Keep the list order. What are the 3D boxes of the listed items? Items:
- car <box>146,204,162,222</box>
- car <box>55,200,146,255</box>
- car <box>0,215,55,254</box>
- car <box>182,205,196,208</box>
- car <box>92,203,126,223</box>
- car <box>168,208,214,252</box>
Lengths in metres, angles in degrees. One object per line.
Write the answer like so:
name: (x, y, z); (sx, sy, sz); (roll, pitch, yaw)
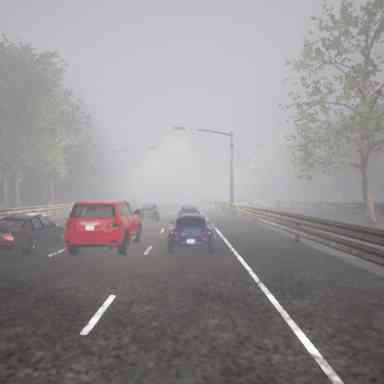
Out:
car: (-3.757, 1.788, 29.515); (2.128, 1.511, 4.902); (0, -1, -1)
car: (-3.553, 1.356, 14.189); (2.150, 2.045, 5.566); (0, 0, 0)
car: (-7.052, 1.687, 14.125); (2.033, 1.411, 5.357); (0, -1, 0)
car: (-0.257, 1.860, 29.570); (1.994, 1.385, 4.181); (0, -1, -1)
car: (-7.259, 1.775, 29.639); (1.882, 1.535, 5.008); (0, 0, -1)
car: (-0.051, 1.669, 14.596); (1.812, 1.442, 4.674); (0, 0, 0)
